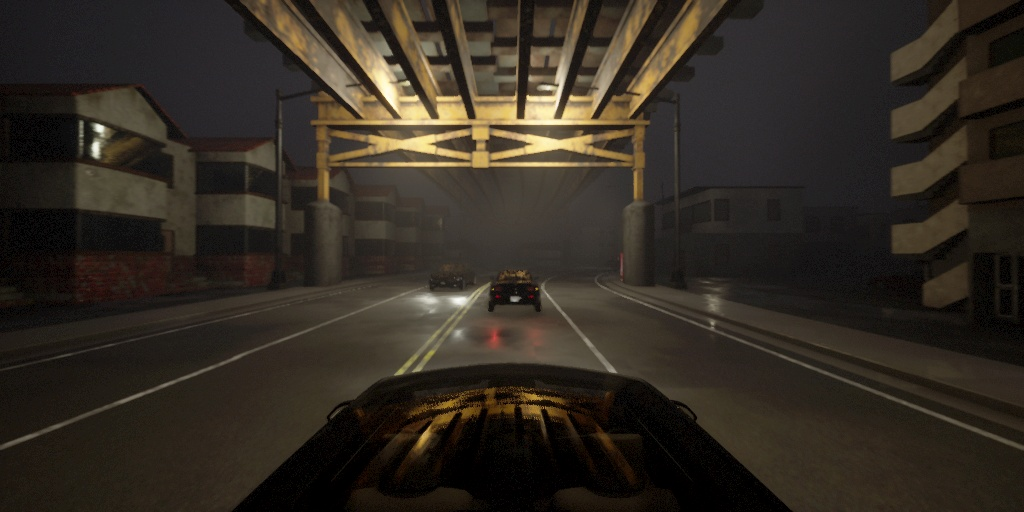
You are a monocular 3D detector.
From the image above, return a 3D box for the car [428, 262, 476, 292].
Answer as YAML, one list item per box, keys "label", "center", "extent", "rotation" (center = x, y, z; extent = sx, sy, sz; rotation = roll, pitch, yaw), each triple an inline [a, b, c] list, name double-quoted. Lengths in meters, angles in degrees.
- label: "car"
  center: [-3.306, 1.097, 20.623]
  extent: [1.882, 1.535, 5.008]
  rotation: [0, 0, 4]

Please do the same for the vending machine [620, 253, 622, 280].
- label: "vending machine"
  center: [7.925, 0.770, 24.378]
  extent: [1.100, 2.100, 0.880]
  rotation: [0, 0, 10]

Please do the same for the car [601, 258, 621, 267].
- label: "car"
  center: [16.262, 1.043, 56.932]
  extent: [4.902, 1.511, 2.128]
  rotation: [1, -1, -36]

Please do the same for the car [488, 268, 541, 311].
- label: "car"
  center: [0.102, 1.192, 13.792]
  extent: [1.812, 1.442, 4.674]
  rotation: [0, 0, 0]
